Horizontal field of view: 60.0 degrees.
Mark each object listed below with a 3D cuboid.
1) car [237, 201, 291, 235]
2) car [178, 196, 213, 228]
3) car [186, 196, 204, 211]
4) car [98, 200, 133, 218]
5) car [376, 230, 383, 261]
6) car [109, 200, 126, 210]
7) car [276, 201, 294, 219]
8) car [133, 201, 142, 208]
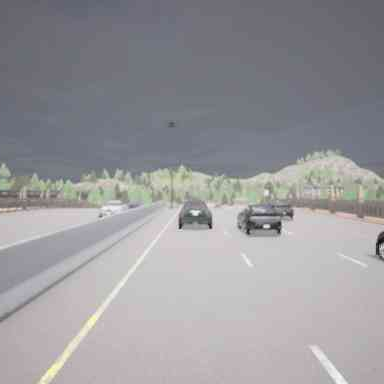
[{"bbox_3d":[3.697,1.478,18.798,2.128,1.511,4.902,0,0,0],"label":"car"},{"bbox_3d":[0.215,1.329,22.008,2.097,1.767,4.553,0,0,0],"label":"car"},{"bbox_3d":[0.320,1.327,40.866,2.097,1.767,4.553,0,-1,0],"label":"car"},{"bbox_3d":[-6.923,1.480,29.906,1.812,1.442,4.674,0,0,0],"label":"car"},{"bbox_3d":[7.155,1.355,9.200,2.097,1.767,4.553,0,0,0],"label":"car"},{"bbox_3d":[-13.668,2.430,61.411,1.882,1.535,5.008,0,-6,0],"label":"car"},{"bbox_3d":[7.249,1.474,28.436,2.128,1.511,4.902,0,0,0],"label":"car"},{"bbox_3d":[-10.178,2.369,59.484,1.882,1.535,5.008,0,-5,0],"label":"car"}]
